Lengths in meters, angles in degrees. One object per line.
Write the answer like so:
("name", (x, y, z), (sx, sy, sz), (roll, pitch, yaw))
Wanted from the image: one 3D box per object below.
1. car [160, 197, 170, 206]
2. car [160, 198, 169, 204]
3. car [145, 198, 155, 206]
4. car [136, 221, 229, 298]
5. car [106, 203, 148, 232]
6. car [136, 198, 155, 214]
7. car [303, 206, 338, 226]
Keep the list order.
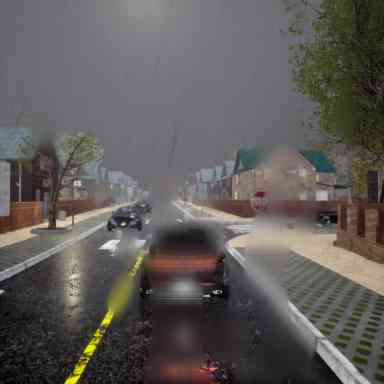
("car", (-5.022, 1.794, 62.534), (1.837, 1.490, 4.892), (0, 0, -5))
("car", (-5.992, 1.883, 72.936), (1.895, 1.301, 4.718), (0, -1, -5))
("car", (-7.839, 1.813, 62.574), (1.812, 1.442, 4.674), (0, 0, -6))
("car", (-0.163, 1.515, 8.501), (1.837, 1.490, 4.892), (0, 0, 0))
("car", (-3.962, 1.594, 20.369), (1.994, 1.385, 4.181), (0, 0, -5))
("car", (-5.470, 1.660, 36.719), (1.994, 1.385, 4.181), (0, 0, -5))
("car", (10.167, 1.575, 22.770), (4.718, 1.301, 1.895), (0, -1, -7))
